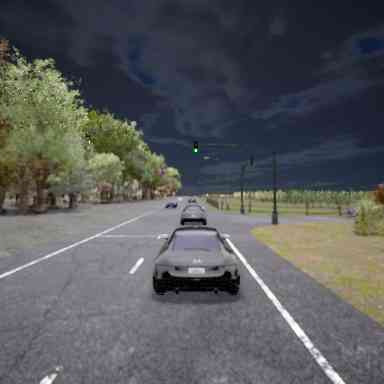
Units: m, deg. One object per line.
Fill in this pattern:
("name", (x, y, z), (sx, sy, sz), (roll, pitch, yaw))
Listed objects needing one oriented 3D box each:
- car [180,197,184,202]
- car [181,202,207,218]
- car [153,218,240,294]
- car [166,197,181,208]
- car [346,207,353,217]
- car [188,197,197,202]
("car", (-3.394, 2.240, 95.222), (1.812, 1.442, 4.674), (0, 0, 0))
("car", (0.127, 1.773, 26.657), (1.994, 1.385, 4.181), (0, 0, 0))
("car", (0.106, 1.636, 8.993), (1.994, 1.385, 4.181), (0, 0, 0))
("car", (-3.337, 2.034, 56.643), (1.895, 1.301, 4.718), (0, 0, 0))
("car", (18.578, 1.874, 34.784), (4.553, 1.767, 2.097), (1, -1, 1))
("car", (0.096, 2.000, 85.442), (2.097, 1.767, 4.553), (0, 0, 0))
